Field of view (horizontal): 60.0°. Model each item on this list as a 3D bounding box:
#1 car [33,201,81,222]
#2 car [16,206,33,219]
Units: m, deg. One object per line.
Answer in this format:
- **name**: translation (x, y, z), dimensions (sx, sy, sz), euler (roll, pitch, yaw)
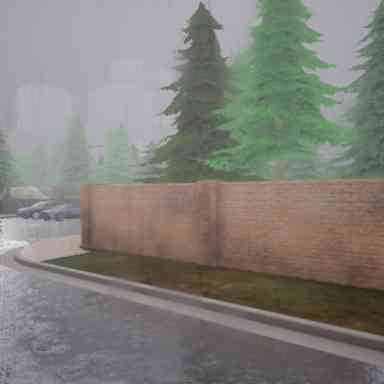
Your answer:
- **car**: translation (-10.242, 1.623, 27.235), dimensions (1.994, 1.385, 4.181), euler (0, 0, 35)
- **car**: translation (-12.920, 1.573, 29.511), dimensions (1.837, 1.490, 4.892), euler (0, 0, 35)
